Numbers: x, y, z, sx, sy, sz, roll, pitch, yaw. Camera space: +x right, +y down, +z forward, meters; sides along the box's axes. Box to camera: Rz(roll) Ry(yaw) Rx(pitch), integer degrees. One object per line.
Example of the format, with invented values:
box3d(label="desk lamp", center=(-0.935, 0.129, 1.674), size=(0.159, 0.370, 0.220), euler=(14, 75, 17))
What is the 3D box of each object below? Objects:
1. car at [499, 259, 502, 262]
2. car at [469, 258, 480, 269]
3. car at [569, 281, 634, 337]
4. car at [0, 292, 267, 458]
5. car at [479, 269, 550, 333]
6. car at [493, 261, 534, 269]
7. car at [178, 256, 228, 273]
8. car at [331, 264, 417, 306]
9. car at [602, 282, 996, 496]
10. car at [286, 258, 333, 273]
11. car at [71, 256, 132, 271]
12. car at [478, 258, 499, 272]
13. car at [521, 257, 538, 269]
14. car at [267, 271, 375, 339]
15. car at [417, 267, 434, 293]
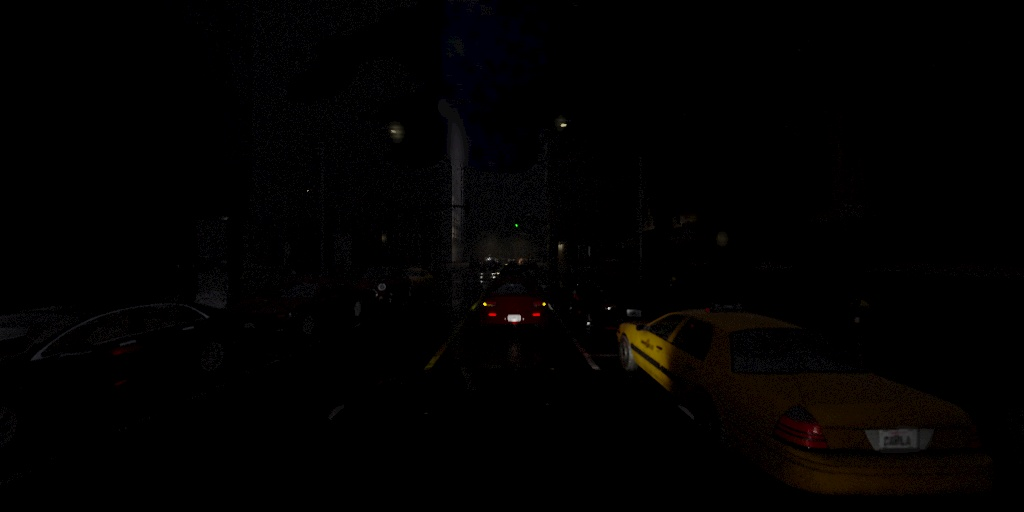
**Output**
box3d(label="car", center=(-3.131, 1.429, 57.846), size=(1.994, 1.385, 4.181), euler=(0, 0, 0))
box3d(label="car", center=(-5.809, 1.181, 58.468), size=(2.192, 1.841, 5.009), euler=(0, 0, 0))
box3d(label="car", center=(2.757, 1.331, 10.155), size=(1.948, 1.339, 4.313), euler=(0, 0, 0))
box3d(label="car", center=(-5.764, 1.306, 4.689), size=(2.007, 1.370, 4.403), euler=(0, 0, 0))
box3d(label="car", center=(0.066, 1.292, 10.740), size=(1.812, 1.442, 4.674), euler=(0, 0, 0))
box3d(label="car", center=(0.211, 1.294, 22.242), size=(1.837, 1.490, 4.892), euler=(0, 0, 4))
box3d(label="car", center=(-27.346, 0.808, 32.485), size=(4.892, 1.490, 1.837), euler=(1, 0, 0))
box3d(label="car", center=(-5.773, 1.216, 15.603), size=(1.967, 1.591, 4.097), euler=(0, 0, 0))
box3d(label="car", center=(2.761, 1.281, 4.869), size=(1.751, 1.417, 4.829), euler=(0, 0, 0))
box3d(label="car", center=(-17.846, 0.992, 32.510), size=(4.892, 1.490, 1.837), euler=(1, 0, 0))
box3d(label="car", center=(-37.269, 0.678, 32.464), size=(4.181, 1.385, 1.994), euler=(1, 0, 0))
box3d(label="car", center=(-3.136, 1.368, 47.879), size=(1.812, 1.442, 4.674), euler=(0, 0, 0))
box3d(label="car", center=(2.721, 1.294, 53.037), size=(1.967, 1.591, 4.097), euler=(0, 0, 0))
box3d(label="car", center=(-5.768, 1.311, 10.146), size=(1.888, 1.381, 4.507), euler=(0, 0, 0))
box3d(label="car", center=(-5.777, 1.312, 20.890), size=(1.751, 1.417, 4.829), euler=(0, 0, 0))
